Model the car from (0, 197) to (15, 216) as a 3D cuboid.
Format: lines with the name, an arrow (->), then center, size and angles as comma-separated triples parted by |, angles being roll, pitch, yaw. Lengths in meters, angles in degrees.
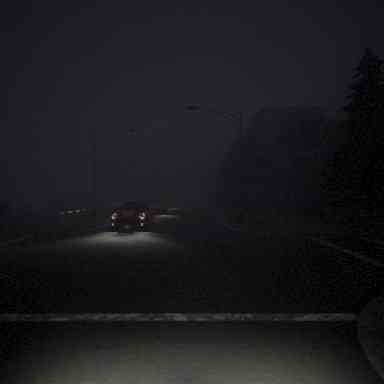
car -> -17.371, 1.381, 27.908 | 3.633, 1.501, 1.845 | 0, 0, 0

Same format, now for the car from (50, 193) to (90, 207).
car -> -17.226, 1.099, 46.492 | 4.605, 1.855, 1.932 | 0, 0, 0

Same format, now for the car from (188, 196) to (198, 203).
car -> 0.142, 1.471, 68.850 | 2.128, 1.511, 4.902 | 0, 0, 0

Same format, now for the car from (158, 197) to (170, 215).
car -> -3.572, 1.516, 34.529 | 1.812, 1.442, 4.674 | 0, 0, 0

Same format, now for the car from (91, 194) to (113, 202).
car -> -17.632, 1.150, 62.192 | 5.027, 1.636, 2.152 | 0, 0, 0

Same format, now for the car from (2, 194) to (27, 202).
car -> -35.014, 1.093, 65.338 | 4.605, 1.855, 1.932 | 0, 0, 0

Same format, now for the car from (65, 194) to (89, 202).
car -> -25.000, 1.291, 72.275 | 4.514, 1.523, 2.007 | 0, 0, 0

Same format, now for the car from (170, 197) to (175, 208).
car -> -3.552, 1.463, 48.500 | 1.882, 1.535, 5.008 | 0, 0, 0

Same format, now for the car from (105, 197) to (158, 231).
car -> -3.589, 1.349, 20.619 | 2.097, 1.767, 4.553 | 0, 0, 0

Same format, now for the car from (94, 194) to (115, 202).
car -> -17.953, 1.227, 68.609 | 3.806, 1.475, 1.970 | 0, 0, 0
